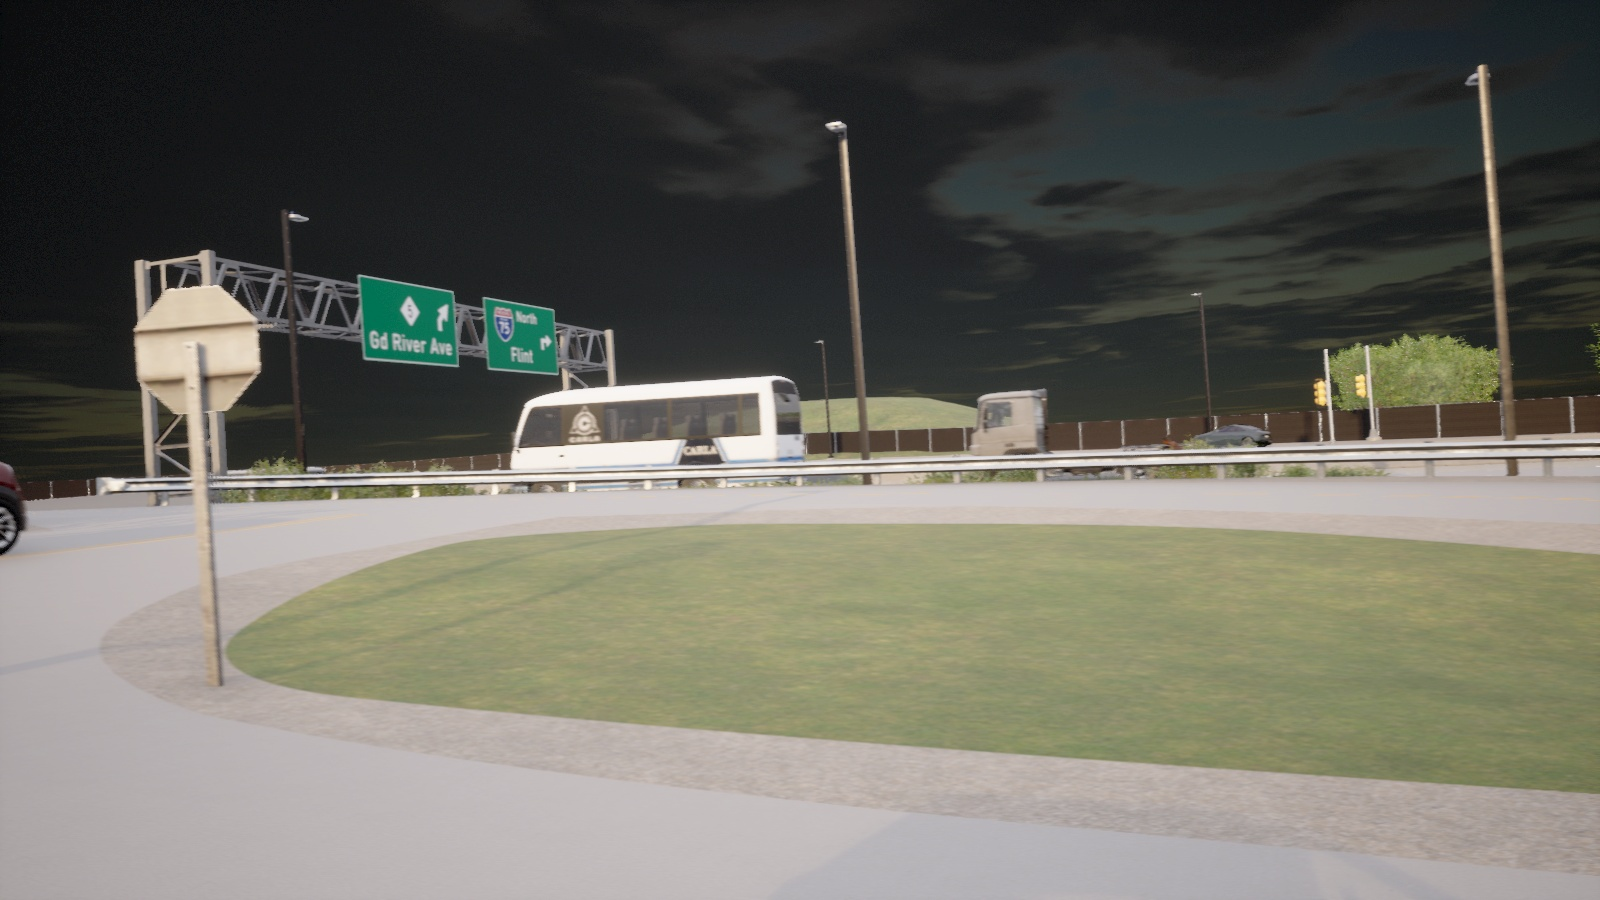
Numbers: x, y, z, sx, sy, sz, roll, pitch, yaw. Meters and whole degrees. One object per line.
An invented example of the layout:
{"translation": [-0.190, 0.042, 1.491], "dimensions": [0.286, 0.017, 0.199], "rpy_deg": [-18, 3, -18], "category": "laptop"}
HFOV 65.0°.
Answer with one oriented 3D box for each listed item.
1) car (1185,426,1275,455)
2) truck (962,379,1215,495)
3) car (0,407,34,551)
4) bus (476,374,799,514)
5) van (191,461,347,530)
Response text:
{"translation": [23.671, -0.516, 69.213], "dimensions": [4.181, 1.385, 1.994], "rpy_deg": [-2, 1, 45], "category": "car"}
{"translation": [9.740, -0.383, 42.298], "dimensions": [7.936, 3.462, 2.891], "rpy_deg": [-2, 0, 18], "category": "truck"}
{"translation": [-11.413, 0.384, 14.042], "dimensions": [2.097, 1.767, 4.553], "rpy_deg": [0, 1, 19], "category": "car"}
{"translation": [-5.610, -0.147, 43.654], "dimensions": [10.273, 4.253, 3.944], "rpy_deg": [-2, 0, 18], "category": "bus"}
{"translation": [-16.925, 1.441, 40.022], "dimensions": [4.442, 1.987, 1.775], "rpy_deg": [-2, 0, 18], "category": "van"}
